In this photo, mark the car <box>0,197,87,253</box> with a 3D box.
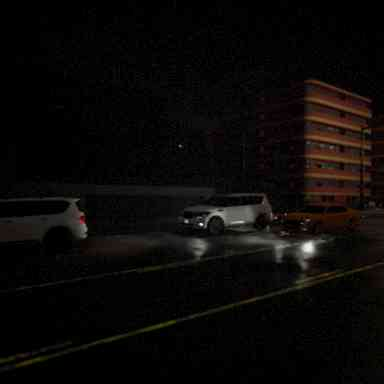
[{"bbox_3d":[-6.680,1.209,12.029,5.566,2.045,2.150,0,0,-35],"label":"car"}]

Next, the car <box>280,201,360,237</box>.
[{"bbox_3d":[6.723,1.319,17.301,5.008,1.535,1.882,0,0,-35],"label":"car"}]

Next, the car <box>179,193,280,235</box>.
[{"bbox_3d":[1.971,1.088,18.179,5.566,2.045,2.150,-1,0,-35],"label":"car"}]

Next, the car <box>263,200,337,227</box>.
[{"bbox_3d":[7.175,1.329,21.887,4.902,1.511,2.128,0,0,-36],"label":"car"}]
